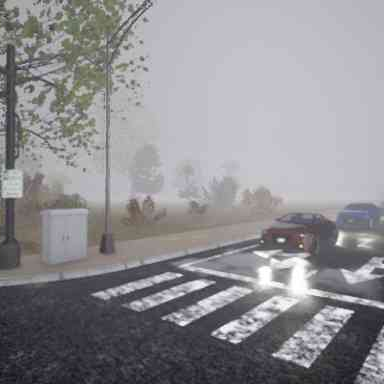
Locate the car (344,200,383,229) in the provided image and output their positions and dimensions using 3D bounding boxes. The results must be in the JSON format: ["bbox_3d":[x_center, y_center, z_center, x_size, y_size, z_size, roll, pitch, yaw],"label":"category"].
[{"bbox_3d":[10.775,1.401,21.340,1.882,1.535,5.008,1,0,38],"label":"car"}]

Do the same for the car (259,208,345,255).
[{"bbox_3d":[4.338,1.499,13.199,1.994,1.385,4.181,1,0,38],"label":"car"}]

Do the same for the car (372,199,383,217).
[{"bbox_3d":[18.536,1.455,31.138,2.033,1.411,5.357,1,1,38],"label":"car"}]
